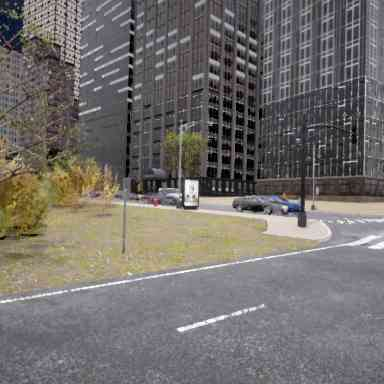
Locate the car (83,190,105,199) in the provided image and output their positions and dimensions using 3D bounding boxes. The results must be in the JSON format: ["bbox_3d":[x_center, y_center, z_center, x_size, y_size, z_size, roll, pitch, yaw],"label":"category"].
[{"bbox_3d":[-19.157,0.444,64.668,2.128,1.511,4.902,3,-1,-43],"label":"car"}]

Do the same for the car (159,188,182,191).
[{"bbox_3d":[-2.101,0.592,40.405,2.150,2.045,5.566,3,-1,-40],"label":"car"}]

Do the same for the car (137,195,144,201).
[{"bbox_3d":[-6.801,0.865,55.895,1.812,1.442,4.674,3,-1,-41],"label":"car"}]

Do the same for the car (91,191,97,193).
[{"bbox_3d":[-17.336,0.104,53.007,2.150,2.045,5.566,3,-1,-42],"label":"car"}]

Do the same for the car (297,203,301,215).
[{"bbox_3d":[7.278,1.114,29.094,1.882,1.535,5.008,3,-1,-39],"label":"car"}]

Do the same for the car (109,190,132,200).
[{"bbox_3d":[-13.629,0.505,63.390,2.097,1.767,4.553,3,-1,-43],"label":"car"}]

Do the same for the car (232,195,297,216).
[{"bbox_3d":[5.335,1.028,26.324,2.128,1.511,4.902,3,-1,-39],"label":"car"}]

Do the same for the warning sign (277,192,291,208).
[{"bbox_3d":[10.960,0.990,39.546,1.300,1.860,1.060,2,-1,-40],"label":"warning sign"}]

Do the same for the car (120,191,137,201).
[{"bbox_3d":[-10.614,0.749,55.343,1.994,1.385,4.181,3,-1,-42],"label":"car"}]

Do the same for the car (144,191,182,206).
[{"bbox_3d":[-2.986,0.861,36.397,1.994,1.385,4.181,3,-1,-40],"label":"car"}]
